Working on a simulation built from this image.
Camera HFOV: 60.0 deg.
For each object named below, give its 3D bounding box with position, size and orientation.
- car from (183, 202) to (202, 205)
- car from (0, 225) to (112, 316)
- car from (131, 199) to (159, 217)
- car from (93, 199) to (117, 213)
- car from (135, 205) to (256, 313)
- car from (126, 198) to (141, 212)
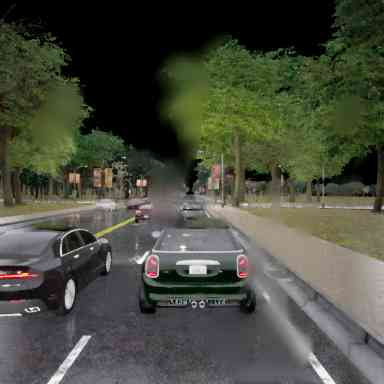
[{"bbox_3d":[0.057,1.499,24.216,2.128,1.511,4.902,0,0,0],"label":"car"},{"bbox_3d":[-3.162,1.505,7.545,1.837,1.490,4.892,0,0,0],"label":"car"},{"bbox_3d":[-3.192,1.535,25.435,1.812,1.442,4.674,0,0,0],"label":"car"},{"bbox_3d":[-9.902,1.551,38.098,1.812,1.442,4.674,0,0,0],"label":"car"},{"bbox_3d":[0.089,1.352,7.818,2.097,1.767,4.553,0,0,0],"label":"car"},{"bbox_3d":[-6.651,1.505,40.004,1.882,1.535,5.008,0,0,0],"label":"car"}]
